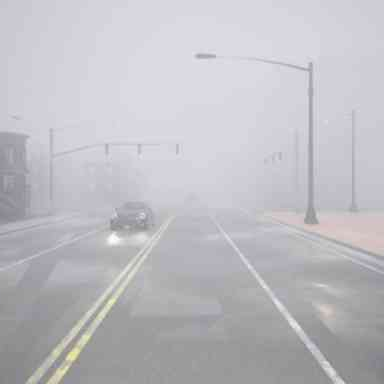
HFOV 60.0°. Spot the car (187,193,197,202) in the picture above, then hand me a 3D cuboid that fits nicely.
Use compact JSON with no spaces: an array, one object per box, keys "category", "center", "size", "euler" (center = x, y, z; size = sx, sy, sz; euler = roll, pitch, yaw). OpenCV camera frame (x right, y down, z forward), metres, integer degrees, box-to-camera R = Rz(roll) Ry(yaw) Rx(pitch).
[{"category":"car","center":[-0.004,0.945,65.170],"size":[2.097,1.767,4.553],"euler":[0,4,0]}]

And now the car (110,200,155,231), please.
[{"category":"car","center":[-3.517,1.312,20.283],"size":[2.097,1.767,4.553],"euler":[0,0,0]}]
